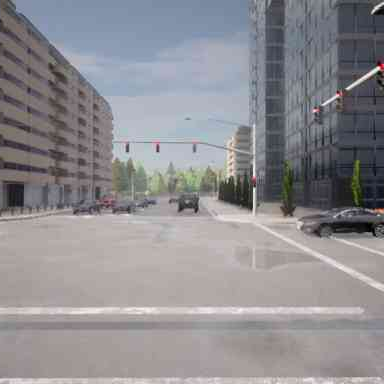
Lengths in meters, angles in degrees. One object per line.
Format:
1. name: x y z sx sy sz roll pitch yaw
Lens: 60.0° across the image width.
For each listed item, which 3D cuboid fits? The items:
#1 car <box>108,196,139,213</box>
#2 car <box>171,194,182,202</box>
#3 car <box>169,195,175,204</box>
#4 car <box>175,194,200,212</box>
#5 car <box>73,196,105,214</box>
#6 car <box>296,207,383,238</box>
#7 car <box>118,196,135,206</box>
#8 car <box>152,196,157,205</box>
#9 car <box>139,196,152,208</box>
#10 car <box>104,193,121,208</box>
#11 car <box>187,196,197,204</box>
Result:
1. car: -7.402 1.505 36.424 1.837 1.490 4.892 0 0 0
2. car: -3.396 1.355 74.380 2.097 1.767 4.553 0 0 1
3. car: -3.420 1.526 64.363 1.812 1.442 4.674 0 0 1
4. car: -0.358 1.221 38.587 2.150 2.045 5.566 0 0 2
5. car: -10.900 1.505 34.803 1.837 1.490 4.892 0 0 0
6. car: 7.969 1.547 17.407 4.902 1.511 2.128 0 0 -5
7. car: -10.723 1.477 54.774 1.882 1.535 5.008 0 0 1
8. car: -7.184 1.477 57.211 1.882 1.535 5.008 0 0 1
9. car: -7.323 1.491 46.788 2.128 1.511 4.902 0 0 1
10. car: -10.861 1.221 44.651 2.150 2.045 5.566 0 0 0
11. car: 0.095 1.507 65.612 1.837 1.490 4.892 0 1 1
